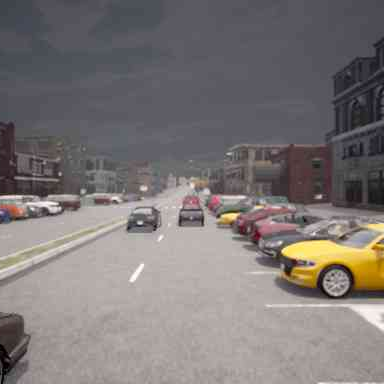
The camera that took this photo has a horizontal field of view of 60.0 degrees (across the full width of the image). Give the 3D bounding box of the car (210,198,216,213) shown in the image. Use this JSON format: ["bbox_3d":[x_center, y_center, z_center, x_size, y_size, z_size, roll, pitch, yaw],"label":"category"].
[{"bbox_3d":[4.533,1.621,32.997,4.892,1.521,2.231,0,0,0],"label":"car"}]

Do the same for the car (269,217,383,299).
[{"bbox_3d":[4.674,1.510,7.980,5.008,1.535,2.097,0,0,0],"label":"car"}]

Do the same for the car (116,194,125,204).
[{"bbox_3d":[-16.187,1.335,63.264,5.566,2.045,2.435,0,0,0],"label":"car"}]

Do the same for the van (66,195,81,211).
[{"bbox_3d":[-16.168,1.402,41.207,4.442,1.987,1.878,0,0,0],"label":"van"}]

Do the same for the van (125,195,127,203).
[{"bbox_3d":[-16.373,1.365,68.900,4.442,1.987,1.878,0,0,0],"label":"van"}]

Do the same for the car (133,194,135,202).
[{"bbox_3d":[-16.325,1.626,77.046,4.892,1.521,2.231,0,0,0],"label":"car"}]

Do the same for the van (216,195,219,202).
[{"bbox_3d":[4.669,1.389,30.215,4.442,1.987,1.878,0,0,0],"label":"van"}]

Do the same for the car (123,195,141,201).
[{"bbox_3d":[-16.388,1.628,90.827,4.553,1.767,2.185,0,-1,0],"label":"car"}]

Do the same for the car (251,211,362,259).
[{"bbox_3d":[4.659,1.528,10.883,4.892,1.521,2.231,0,0,0],"label":"car"}]

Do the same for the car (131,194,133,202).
[{"bbox_3d":[-16.268,1.640,74.291,4.792,1.488,2.163,0,0,0],"label":"car"}]

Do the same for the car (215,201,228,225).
[{"bbox_3d":[4.407,1.583,21.876,5.366,1.575,1.946,0,0,0],"label":"car"}]

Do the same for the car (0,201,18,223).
[{"bbox_3d":[-15.926,1.641,24.656,4.674,1.452,2.002,0,0,0],"label":"car"}]

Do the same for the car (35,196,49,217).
[{"bbox_3d":[-16.001,1.491,30.173,4.553,1.767,2.185,0,0,0],"label":"car"}]

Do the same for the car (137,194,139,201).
[{"bbox_3d":[-16.354,1.665,82.559,5.008,1.535,2.097,0,0,0],"label":"car"}]

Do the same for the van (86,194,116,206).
[{"bbox_3d":[-16.058,1.370,57.754,4.442,1.987,1.878,0,0,0],"label":"van"}]

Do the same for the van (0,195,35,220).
[{"bbox_3d":[-15.832,1.383,27.417,4.442,1.987,1.878,0,0,0],"label":"van"}]

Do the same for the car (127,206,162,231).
[{"bbox_3d":[-3.016,1.631,21.580,1.812,1.442,4.674,0,0,0],"label":"car"}]

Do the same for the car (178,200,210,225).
[{"bbox_3d":[-0.035,1.609,25.268,2.128,1.511,4.902,0,0,0],"label":"car"}]

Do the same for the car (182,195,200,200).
[{"bbox_3d":[-0.111,1.371,42.976,2.150,2.045,5.566,0,0,0],"label":"car"}]

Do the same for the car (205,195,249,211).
[{"bbox_3d":[4.535,1.374,44.234,5.566,2.045,2.435,0,0,0],"label":"car"}]

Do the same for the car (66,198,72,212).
[{"bbox_3d":[-15.981,1.655,35.690,4.792,1.488,2.163,0,0,0],"label":"car"}]

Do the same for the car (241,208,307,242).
[{"bbox_3d":[4.666,1.573,13.663,4.792,1.488,2.163,0,0,0],"label":"car"}]

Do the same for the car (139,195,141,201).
[{"bbox_3d":[-16.384,1.691,85.314,5.008,1.535,2.097,0,-1,0],"label":"car"}]

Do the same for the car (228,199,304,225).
[{"bbox_3d":[4.638,1.448,19.222,4.553,1.767,2.185,0,0,0],"label":"car"}]

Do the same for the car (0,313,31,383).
[{"bbox_3d":[-2.908,1.551,1.652,2.033,1.411,5.357,0,0,0],"label":"car"}]

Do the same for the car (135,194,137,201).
[{"bbox_3d":[-16.344,1.644,79.803,4.892,1.521,2.231,0,0,0],"label":"car"}]

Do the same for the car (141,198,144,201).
[{"bbox_3d":[-16.429,1.470,88.073,5.566,2.045,2.435,0,-1,0],"label":"car"}]

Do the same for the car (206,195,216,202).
[{"bbox_3d":[4.558,1.373,35.898,5.566,2.045,2.435,0,0,0],"label":"car"}]

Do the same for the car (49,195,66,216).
[{"bbox_3d":[-15.962,1.370,32.933,5.566,2.045,2.435,0,0,0],"label":"car"}]

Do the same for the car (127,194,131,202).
[{"bbox_3d":[-16.283,1.599,71.535,5.008,1.535,2.097,0,0,0],"label":"car"}]

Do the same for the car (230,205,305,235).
[{"bbox_3d":[4.617,1.559,16.443,5.008,1.535,2.097,0,0,0],"label":"car"}]

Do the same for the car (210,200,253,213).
[{"bbox_3d":[4.494,1.656,38.550,4.792,1.488,2.163,0,0,0],"label":"car"}]

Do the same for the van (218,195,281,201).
[{"bbox_3d":[4.679,1.381,27.562,4.442,1.987,1.878,0,0,0],"label":"van"}]
